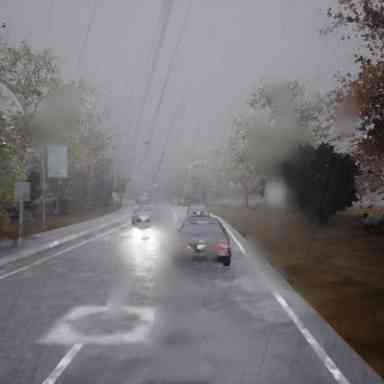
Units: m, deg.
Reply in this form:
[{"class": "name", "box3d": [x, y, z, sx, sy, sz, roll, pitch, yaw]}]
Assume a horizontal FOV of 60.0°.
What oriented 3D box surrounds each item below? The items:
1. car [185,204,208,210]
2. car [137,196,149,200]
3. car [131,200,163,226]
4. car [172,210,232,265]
[{"class": "car", "box3d": [0.439, 1.677, 27.973, 2.033, 1.411, 5.357, 0, 0, -1]}, {"class": "car", "box3d": [-9.610, 1.521, 65.487, 2.097, 1.767, 4.553, 2, -1, -18]}, {"class": "car", "box3d": [-3.236, 1.593, 24.565, 2.128, 1.511, 4.902, 0, 0, -1]}, {"class": "car", "box3d": [0.344, 1.598, 11.834, 2.033, 1.411, 5.357, 0, 0, 1]}]
